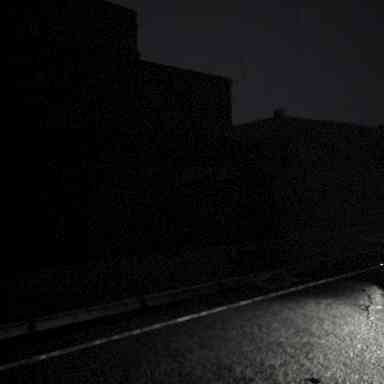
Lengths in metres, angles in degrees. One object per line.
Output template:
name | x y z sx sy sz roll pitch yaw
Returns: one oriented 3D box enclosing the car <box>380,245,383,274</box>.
car | 6.863 1.450 8.825 4.902 1.511 2.128 0 0 -35
